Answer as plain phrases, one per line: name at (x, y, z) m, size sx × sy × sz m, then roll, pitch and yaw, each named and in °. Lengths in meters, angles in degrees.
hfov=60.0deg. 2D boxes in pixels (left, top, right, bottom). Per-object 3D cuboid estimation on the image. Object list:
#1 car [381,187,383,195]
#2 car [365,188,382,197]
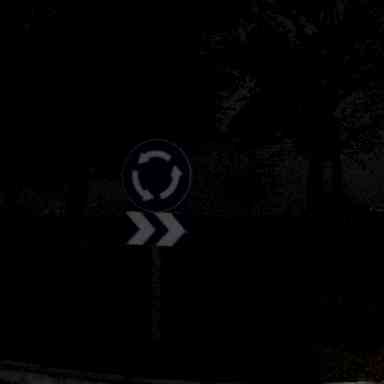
car at (45.213, 0.194, 80.731) m, size 2.163 × 1.488 × 4.792 m, roll 0°, pitch 2°, yaw 44°
car at (41.486, 0.307, 76.697) m, size 2.097 × 1.535 × 5.008 m, roll 1°, pitch 2°, yaw 43°
